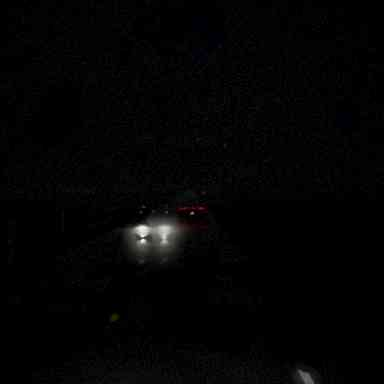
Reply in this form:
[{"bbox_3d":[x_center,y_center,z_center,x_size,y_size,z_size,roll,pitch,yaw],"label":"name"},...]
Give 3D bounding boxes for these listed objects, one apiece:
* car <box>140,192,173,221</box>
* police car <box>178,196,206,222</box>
[{"bbox_3d":[-2.734,1.025,26.494,2.150,2.045,5.566,0,0,0],"label":"car"},{"bbox_3d":[0.015,1.292,24.938,2.038,1.542,4.974,0,0,0],"label":"police car"}]
